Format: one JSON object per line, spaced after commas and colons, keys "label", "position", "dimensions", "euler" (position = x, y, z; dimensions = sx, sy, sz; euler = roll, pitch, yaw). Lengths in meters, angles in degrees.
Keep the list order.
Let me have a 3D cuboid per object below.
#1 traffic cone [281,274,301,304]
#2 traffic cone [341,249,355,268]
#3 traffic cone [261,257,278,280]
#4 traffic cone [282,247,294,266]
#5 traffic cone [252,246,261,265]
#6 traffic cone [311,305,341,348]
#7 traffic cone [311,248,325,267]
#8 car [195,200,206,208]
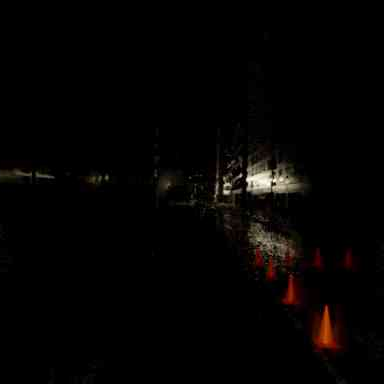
{"label": "traffic cone", "position": [2.136, 2.079, 7.190], "dimensions": [0.340, 0.580, 0.340], "euler": [1, -1, 1]}
{"label": "traffic cone", "position": [5.223, 2.198, 11.124], "dimensions": [0.340, 0.580, 0.340], "euler": [2, -1, 1]}
{"label": "traffic cone", "position": [2.179, 2.099, 9.190], "dimensions": [0.340, 0.580, 0.340], "euler": [1, -1, 1]}
{"label": "traffic cone", "position": [3.222, 2.145, 11.168], "dimensions": [0.340, 0.580, 0.340], "euler": [1, -1, 1]}
{"label": "traffic cone", "position": [2.222, 2.119, 11.189], "dimensions": [0.340, 0.580, 0.340], "euler": [1, -1, 1]}
{"label": "traffic cone", "position": [2.093, 2.059, 5.191], "dimensions": [0.340, 0.580, 0.340], "euler": [2, -1, 1]}
{"label": "traffic cone", "position": [4.220, 2.171, 11.146], "dimensions": [0.340, 0.580, 0.340], "euler": [1, -1, 1]}
{"label": "car", "position": [1.615, 2.237, 62.699], "dimensions": [1.812, 1.442, 4.674], "euler": [1, -1, 1]}
